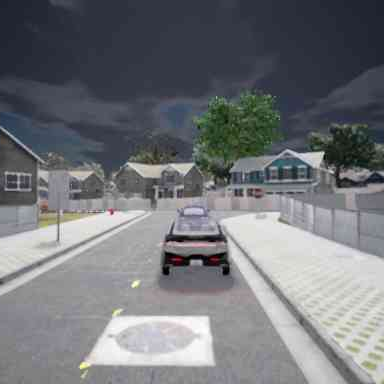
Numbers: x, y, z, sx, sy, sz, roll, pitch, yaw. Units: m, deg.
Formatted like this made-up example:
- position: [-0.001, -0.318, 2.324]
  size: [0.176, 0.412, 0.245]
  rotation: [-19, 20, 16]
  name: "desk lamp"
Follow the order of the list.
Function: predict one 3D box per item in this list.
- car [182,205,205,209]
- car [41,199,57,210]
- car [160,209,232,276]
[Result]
- position: [0.099, 1.510, 19.652]
  size: [1.812, 1.442, 4.674]
  rotation: [0, 0, 0]
  name: "car"
- position: [-21.167, 1.887, 48.755]
  size: [4.553, 1.767, 2.097]
  rotation: [-2, -2, 30]
  name: "car"
- position: [0.103, 1.481, 10.346]
  size: [2.128, 1.511, 4.902]
  rotation: [0, 0, 0]
  name: "car"
